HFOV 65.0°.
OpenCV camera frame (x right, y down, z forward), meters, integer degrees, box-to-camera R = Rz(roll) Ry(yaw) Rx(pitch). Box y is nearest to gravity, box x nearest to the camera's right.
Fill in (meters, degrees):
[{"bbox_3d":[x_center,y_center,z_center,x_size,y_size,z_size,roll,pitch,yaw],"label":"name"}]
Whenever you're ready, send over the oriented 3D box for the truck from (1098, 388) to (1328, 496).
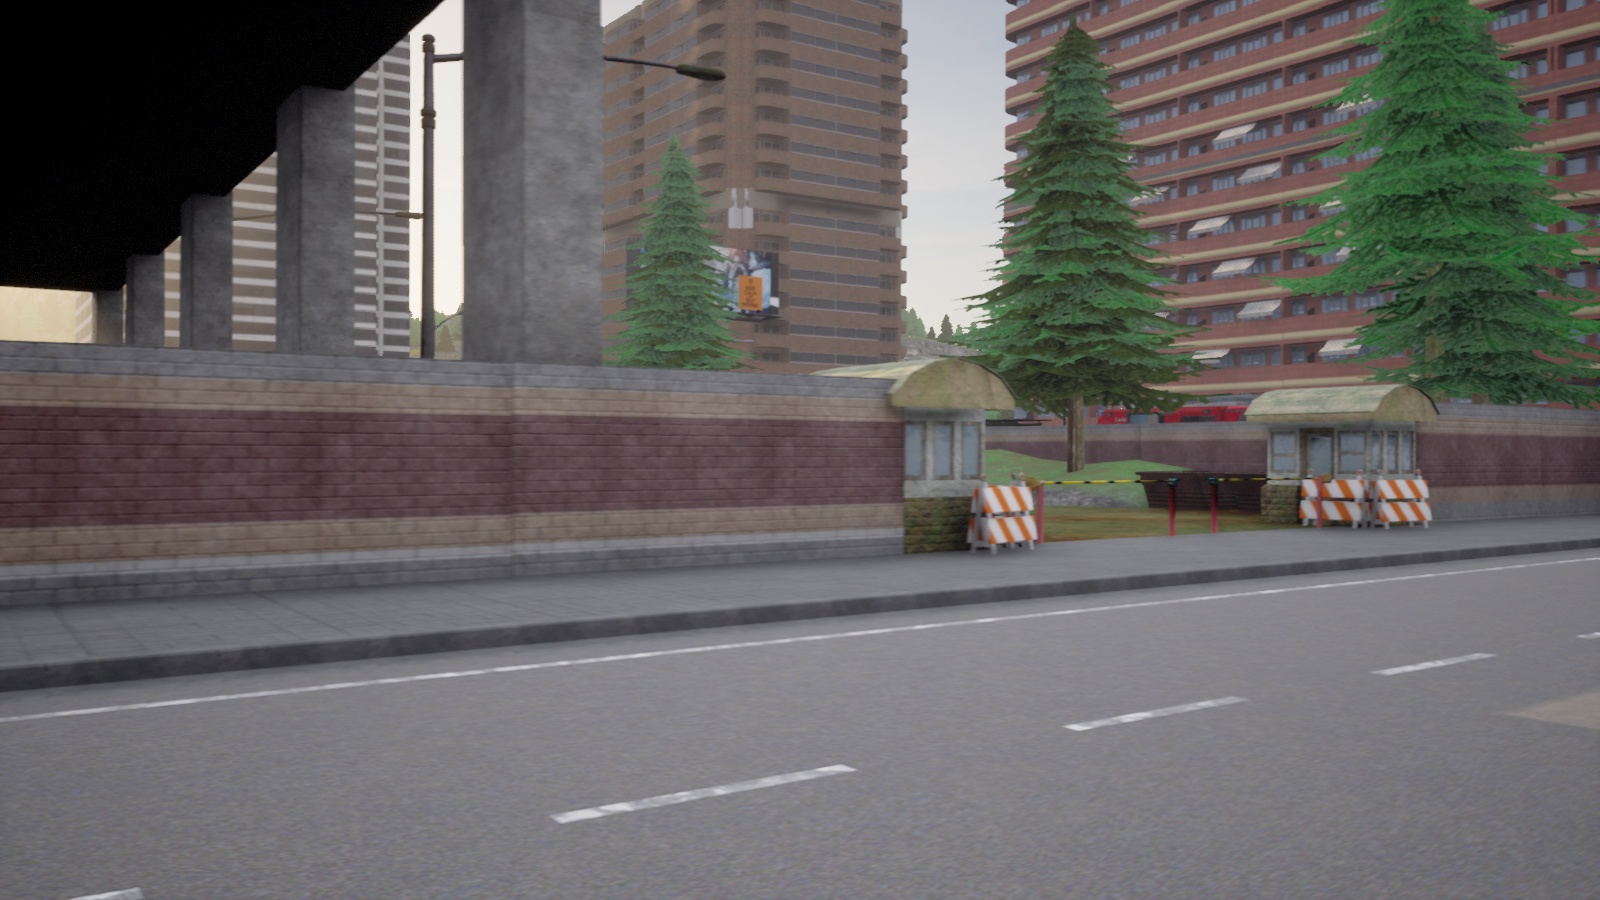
[{"bbox_3d":[15.832,-0.278,48.873,2.891,3.827,8.468,0,0,-34],"label":"truck"}]
